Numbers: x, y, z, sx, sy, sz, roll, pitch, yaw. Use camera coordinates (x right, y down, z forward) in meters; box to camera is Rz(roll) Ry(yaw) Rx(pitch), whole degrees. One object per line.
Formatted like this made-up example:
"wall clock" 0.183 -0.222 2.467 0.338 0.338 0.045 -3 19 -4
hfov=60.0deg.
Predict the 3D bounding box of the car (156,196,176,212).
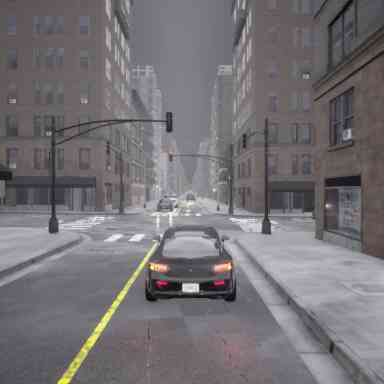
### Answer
"car" -3.264 1.573 40.793 1.837 1.490 4.892 0 0 -2

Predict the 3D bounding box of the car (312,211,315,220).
"car" 12.257 1.732 26.818 5.008 1.535 1.882 1 0 -1

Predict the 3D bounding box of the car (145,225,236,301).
"car" -0.024 1.530 8.190 1.812 1.442 4.674 0 0 0

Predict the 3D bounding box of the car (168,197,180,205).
"car" -3.292 1.665 61.427 2.033 1.411 5.357 0 0 0

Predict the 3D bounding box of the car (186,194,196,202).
"car" -0.304 1.391 81.725 2.150 2.045 5.566 0 0 0

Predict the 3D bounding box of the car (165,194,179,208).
"car" -3.284 1.313 50.848 2.150 2.045 5.566 0 0 0
